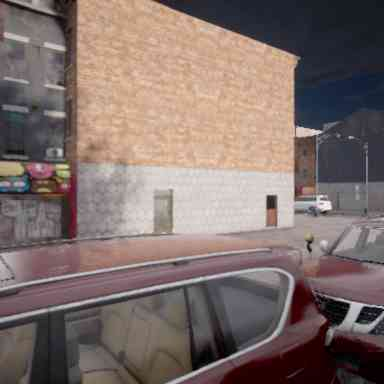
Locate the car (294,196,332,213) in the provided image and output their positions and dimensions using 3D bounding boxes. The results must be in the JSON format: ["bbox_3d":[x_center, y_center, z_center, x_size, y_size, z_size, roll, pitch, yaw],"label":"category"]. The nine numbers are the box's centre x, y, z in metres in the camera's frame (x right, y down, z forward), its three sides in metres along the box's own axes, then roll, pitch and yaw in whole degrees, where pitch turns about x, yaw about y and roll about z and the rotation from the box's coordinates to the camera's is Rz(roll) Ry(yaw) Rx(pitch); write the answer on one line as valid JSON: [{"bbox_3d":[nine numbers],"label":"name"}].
[{"bbox_3d":[12.775,1.420,37.281,2.150,2.045,5.566,0,-1,-36],"label":"car"}]

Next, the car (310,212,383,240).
[{"bbox_3d":[3.437,1.323,5.259,5.009,1.841,2.192,0,0,-35],"label":"car"}]

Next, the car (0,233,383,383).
[{"bbox_3d":[-1.132,1.315,2.001,5.009,1.841,2.192,0,0,-35],"label":"car"}]
